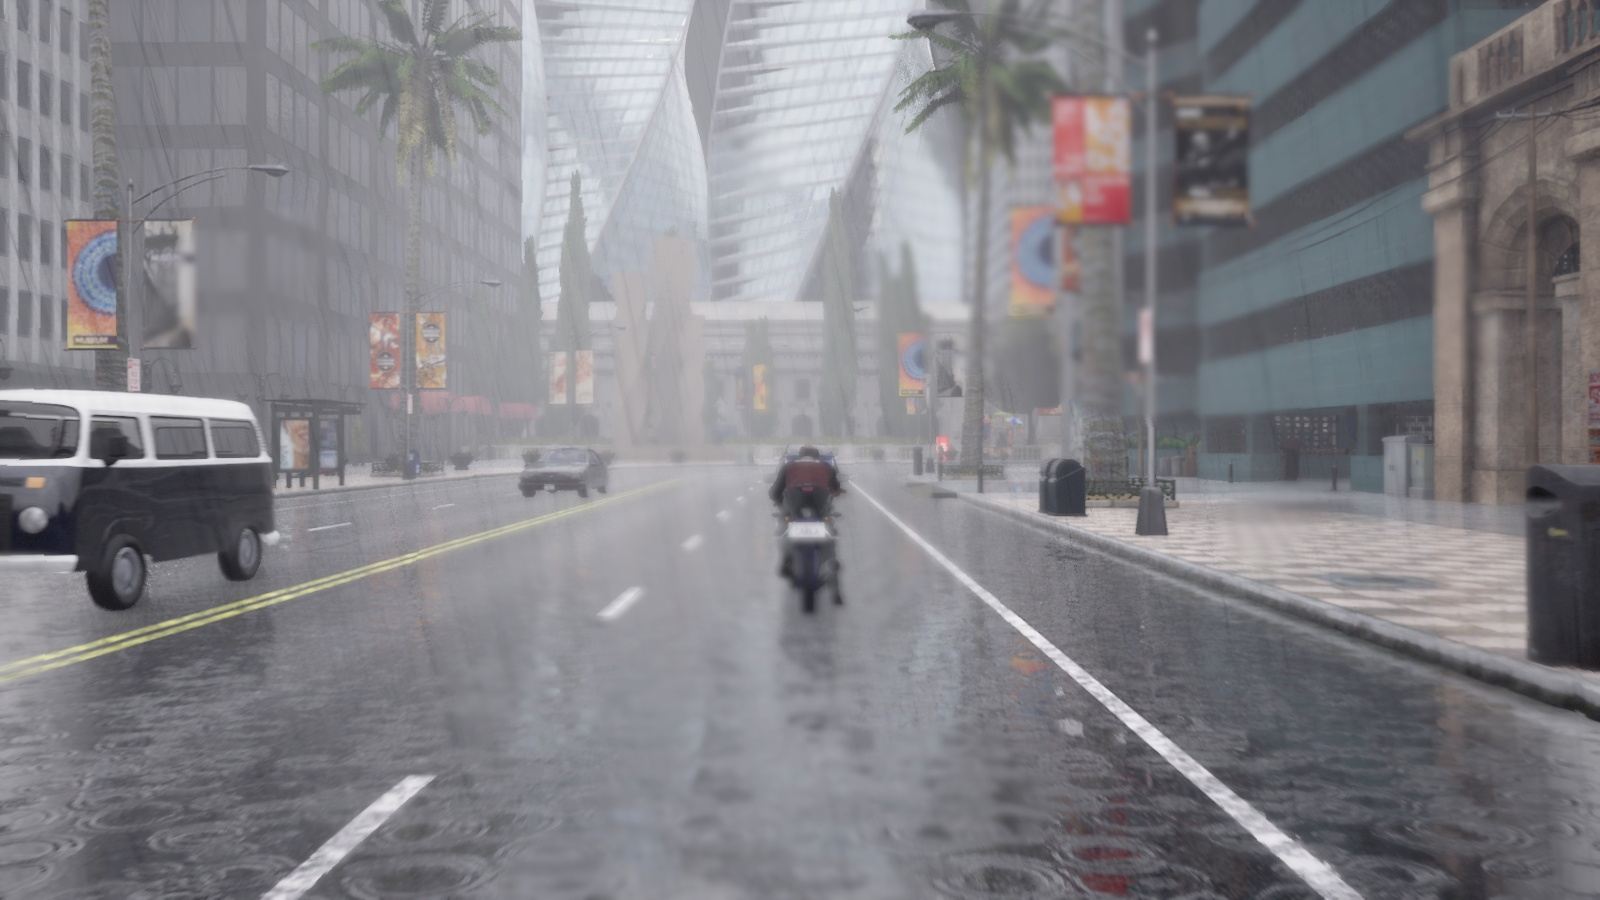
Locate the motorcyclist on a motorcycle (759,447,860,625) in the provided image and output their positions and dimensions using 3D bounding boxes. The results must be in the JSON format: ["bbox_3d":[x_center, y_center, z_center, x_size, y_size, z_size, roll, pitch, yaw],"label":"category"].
[{"bbox_3d":[0.089,0.735,11.910,0.866,1.530,2.191,0,0,0],"label":"motorcyclist on a motorcycle"}]

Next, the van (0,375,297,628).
[{"bbox_3d":[-6.909,0.419,12.377,2.069,2.038,4.480,0,0,0],"label":"van"}]

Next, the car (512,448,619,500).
[{"bbox_3d":[-6.747,0.645,36.684,2.033,1.411,5.357,0,0,1],"label":"car"}]

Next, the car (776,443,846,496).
[{"bbox_3d":[0.276,0.544,38.009,2.007,1.525,4.514,0,0,-1],"label":"car"}]
